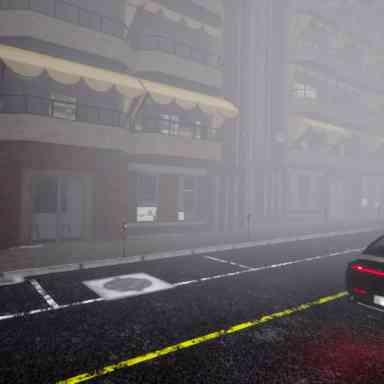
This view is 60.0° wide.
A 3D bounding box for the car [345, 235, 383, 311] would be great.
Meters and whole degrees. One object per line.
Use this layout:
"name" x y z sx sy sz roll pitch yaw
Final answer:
"car" 5.065 1.510 6.773 4.892 1.490 1.837 0 0 -35
